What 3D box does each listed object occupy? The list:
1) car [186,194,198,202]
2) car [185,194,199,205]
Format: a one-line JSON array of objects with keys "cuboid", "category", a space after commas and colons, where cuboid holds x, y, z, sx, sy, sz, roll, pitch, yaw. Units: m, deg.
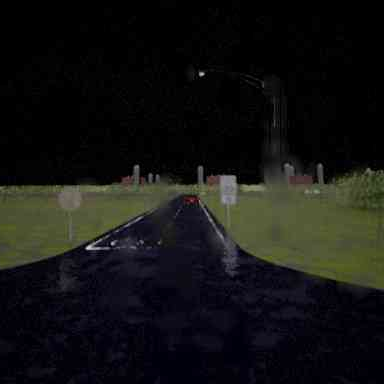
[{"cuboid": [-0.012, 1.063, 58.256, 1.895, 1.301, 4.718, -1, 1, 0], "category": "car"}, {"cuboid": [-0.013, 1.046, 47.805, 1.882, 1.535, 5.008, -1, 1, 0], "category": "car"}]
